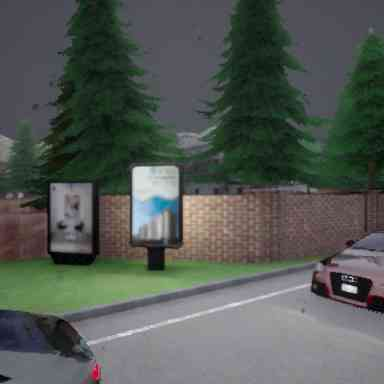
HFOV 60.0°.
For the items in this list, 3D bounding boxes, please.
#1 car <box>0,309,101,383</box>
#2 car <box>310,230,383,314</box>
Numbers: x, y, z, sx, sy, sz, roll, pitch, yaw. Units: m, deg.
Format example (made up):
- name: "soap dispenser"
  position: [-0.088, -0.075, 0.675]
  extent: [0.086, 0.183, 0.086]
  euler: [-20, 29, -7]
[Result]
- name: "car"
  position: [-2.702, 1.565, 2.064]
  extent: [4.181, 1.385, 1.994]
  euler: [0, 0, -36]
- name: "car"
  position: [4.466, 1.559, 7.173]
  extent: [4.181, 1.385, 1.994]
  euler: [0, 0, -36]
